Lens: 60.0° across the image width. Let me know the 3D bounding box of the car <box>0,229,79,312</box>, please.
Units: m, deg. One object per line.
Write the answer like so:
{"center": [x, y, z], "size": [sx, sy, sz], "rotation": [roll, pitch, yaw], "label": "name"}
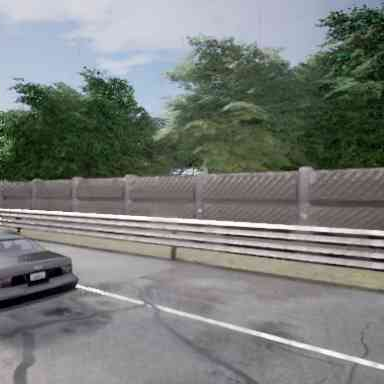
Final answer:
{"center": [-4.809, 1.557, 7.420], "size": [5.357, 1.411, 2.033], "rotation": [0, 0, 35], "label": "car"}
